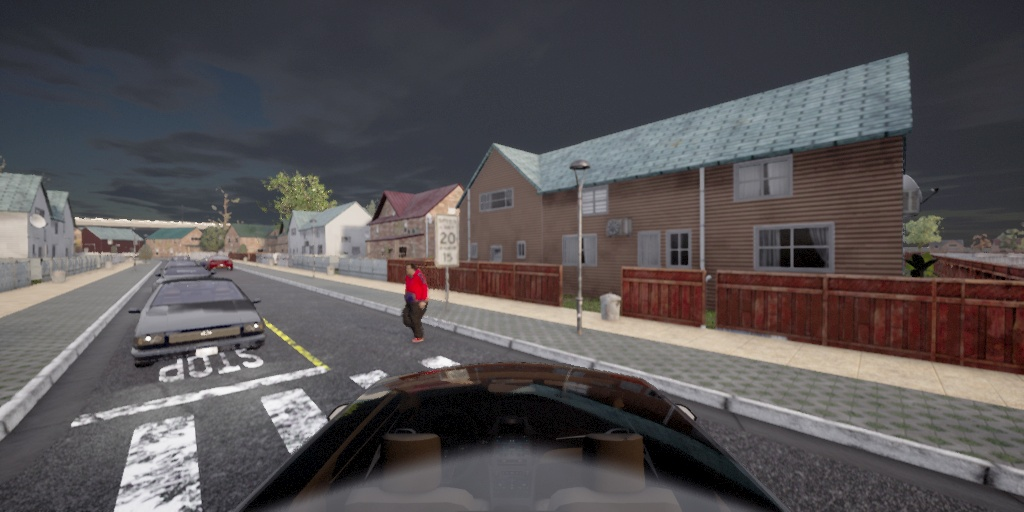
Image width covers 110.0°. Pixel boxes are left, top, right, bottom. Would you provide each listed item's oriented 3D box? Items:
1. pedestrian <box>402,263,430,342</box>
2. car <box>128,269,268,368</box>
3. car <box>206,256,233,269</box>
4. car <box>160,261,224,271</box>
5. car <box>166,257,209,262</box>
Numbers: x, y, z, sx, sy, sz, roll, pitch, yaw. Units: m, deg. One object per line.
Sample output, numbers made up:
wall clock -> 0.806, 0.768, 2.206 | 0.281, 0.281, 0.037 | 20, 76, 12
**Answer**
pedestrian -> -2.123, 0.952, 7.871 | 0.375, 1.860, 0.375 | 0, 0, -43
car -> -7.004, 1.204, 8.014 | 2.033, 1.411, 5.357 | -1, 1, -43
car -> -29.661, 0.694, 36.336 | 1.882, 1.535, 5.008 | -1, 1, -43
car -> -13.859, 1.110, 15.289 | 1.994, 1.385, 4.181 | -1, 1, -43
car -> -21.034, 0.975, 22.896 | 2.033, 1.411, 5.357 | -1, 1, -43
